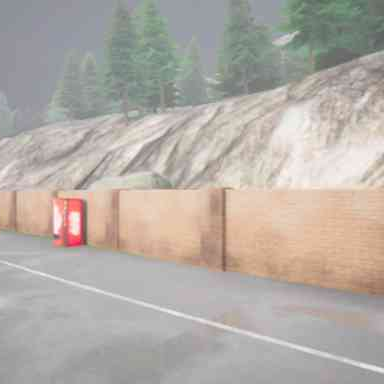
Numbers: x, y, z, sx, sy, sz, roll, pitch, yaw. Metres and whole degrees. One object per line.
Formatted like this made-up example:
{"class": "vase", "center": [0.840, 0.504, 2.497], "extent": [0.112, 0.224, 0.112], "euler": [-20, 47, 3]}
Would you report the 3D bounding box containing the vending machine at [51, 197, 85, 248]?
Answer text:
{"class": "vending machine", "center": [-5.393, 1.257, 14.483], "extent": [0.880, 2.100, 1.100], "euler": [0, 0, 40]}
